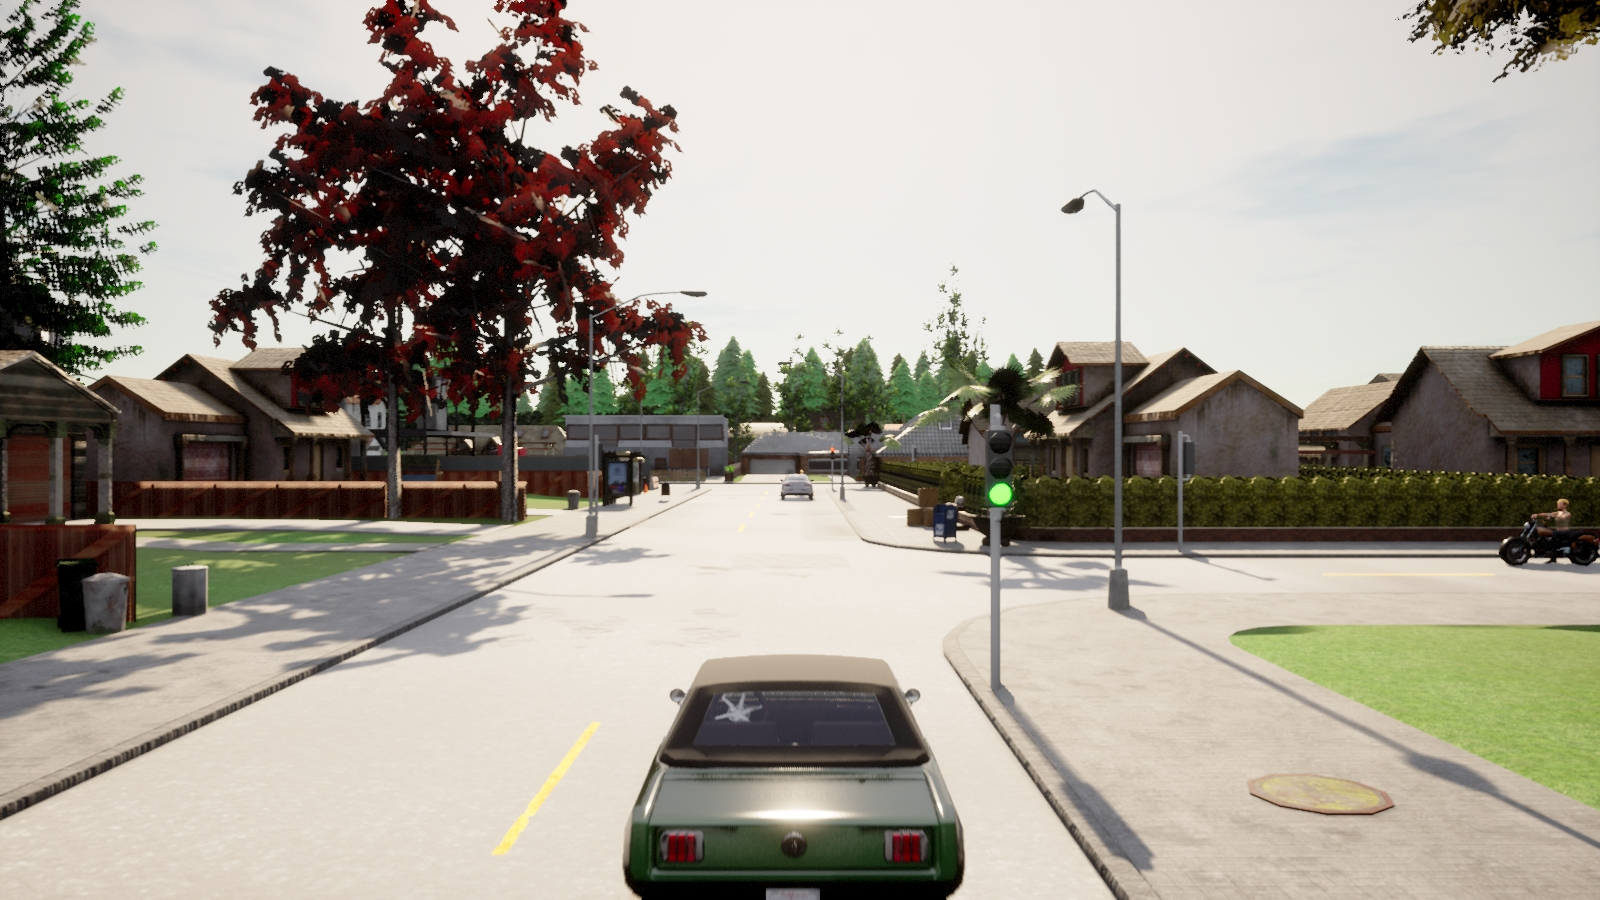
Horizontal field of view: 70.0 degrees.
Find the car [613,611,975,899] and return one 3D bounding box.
[{"bbox_3d":[-0.036,2.161,8.339,1.895,1.301,4.718,0,0,0],"label":"car"}]

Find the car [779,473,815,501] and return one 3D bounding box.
[{"bbox_3d":[-0.173,2.123,66.515,2.002,1.442,4.674,0,0,0],"label":"car"}]

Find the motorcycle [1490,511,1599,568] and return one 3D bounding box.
[{"bbox_3d":[18.233,2.173,27.833,2.356,1.307,0.764,0,0,0],"label":"motorcycle"}]
